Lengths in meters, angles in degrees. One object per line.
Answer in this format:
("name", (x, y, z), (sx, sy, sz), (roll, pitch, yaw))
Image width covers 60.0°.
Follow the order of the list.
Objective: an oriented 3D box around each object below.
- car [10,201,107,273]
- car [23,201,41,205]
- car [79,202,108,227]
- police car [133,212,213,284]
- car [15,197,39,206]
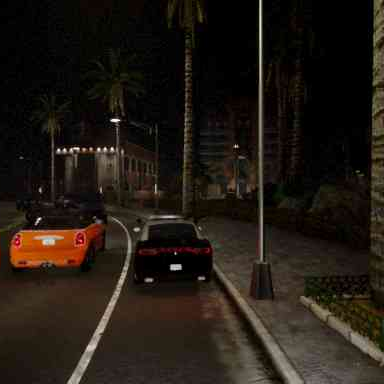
("car", (-4.121, 1.350, 10.947), (2.097, 1.767, 4.553), (0, 0, -8))
("car", (-11.219, 1.592, 24.960), (1.895, 1.301, 4.718), (0, 0, -20))
("car", (-7.129, 1.521, 23.881), (1.812, 1.442, 4.674), (0, 0, -18))
("police car", (-0.678, 1.424, 9.770), (1.930, 1.638, 5.238), (0, 0, -7))
("car", (-19.436, 1.336, 39.497), (2.097, 1.767, 4.553), (0, 0, -39))
